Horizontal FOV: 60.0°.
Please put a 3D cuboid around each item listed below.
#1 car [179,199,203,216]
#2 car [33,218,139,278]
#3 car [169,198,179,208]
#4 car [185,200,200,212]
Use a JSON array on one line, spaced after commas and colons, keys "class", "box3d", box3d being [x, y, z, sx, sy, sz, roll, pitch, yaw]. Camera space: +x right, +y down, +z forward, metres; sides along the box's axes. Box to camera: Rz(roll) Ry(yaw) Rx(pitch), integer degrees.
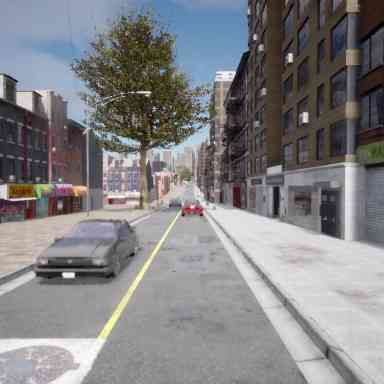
[{"class": "car", "box3d": [0.031, 1.518, 34.087, 2.097, 1.767, 4.553, 0, -1, 0]}, {"class": "car", "box3d": [-2.870, 1.558, 10.396, 2.033, 1.411, 5.357, 0, 0, 0]}, {"class": "car", "box3d": [-2.860, 1.820, 57.612, 2.097, 1.767, 4.553, 0, -1, 0]}, {"class": "car", "box3d": [0.021, 1.795, 44.399, 1.837, 1.490, 4.892, 0, -1, 0]}]
